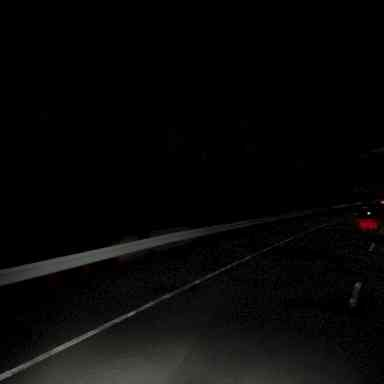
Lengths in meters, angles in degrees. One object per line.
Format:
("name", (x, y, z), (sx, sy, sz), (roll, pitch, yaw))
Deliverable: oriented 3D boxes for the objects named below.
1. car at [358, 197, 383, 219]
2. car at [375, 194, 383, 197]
("car", (16.079, 1.505, 29.588), (1.837, 1.490, 4.892), (0, 0, 35))
("car", (22.142, 1.221, 38.118), (2.150, 2.045, 5.566), (0, 0, 36))
